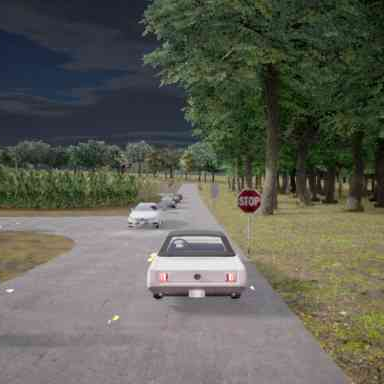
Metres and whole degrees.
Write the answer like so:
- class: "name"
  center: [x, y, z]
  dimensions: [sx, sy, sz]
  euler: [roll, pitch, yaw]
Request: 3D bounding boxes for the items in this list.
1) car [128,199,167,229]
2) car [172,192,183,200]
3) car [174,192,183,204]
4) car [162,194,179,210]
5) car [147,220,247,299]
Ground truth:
- class: "car"
  center: [-2.840, 1.431, 21.253]
  dimensions: [1.812, 1.442, 4.674]
  euler: [1, 1, 0]
- class: "car"
  center: [-2.803, 0.742, 65.690]
  dimensions: [1.895, 1.301, 4.718]
  euler: [0, 1, 0]
- class: "car"
  center: [-2.848, 1.056, 51.303]
  dimensions: [1.994, 1.385, 4.181]
  euler: [0, 1, 0]
- class: "car"
  center: [-2.859, 1.271, 38.900]
  dimensions: [1.812, 1.442, 4.674]
  euler: [0, 1, 0]
- class: "car"
  center: [0.098, 1.590, 8.380]
  dimensions: [1.895, 1.301, 4.718]
  euler: [0, 0, 0]
